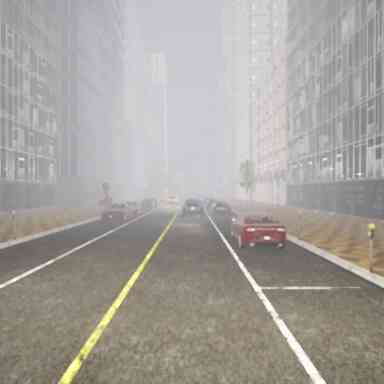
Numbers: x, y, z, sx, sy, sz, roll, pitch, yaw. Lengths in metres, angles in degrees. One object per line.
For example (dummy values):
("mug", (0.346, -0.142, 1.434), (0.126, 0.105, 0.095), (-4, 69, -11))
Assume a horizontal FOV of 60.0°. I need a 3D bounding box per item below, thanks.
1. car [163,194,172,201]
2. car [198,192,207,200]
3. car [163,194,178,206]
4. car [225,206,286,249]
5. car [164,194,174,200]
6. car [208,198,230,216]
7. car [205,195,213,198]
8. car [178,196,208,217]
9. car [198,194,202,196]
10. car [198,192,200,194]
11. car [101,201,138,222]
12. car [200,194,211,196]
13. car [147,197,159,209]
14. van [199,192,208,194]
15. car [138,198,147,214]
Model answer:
("car", (-5.700, 1.283, 76.626), (1.752, 1.417, 4.829), (0, 0, 0))
("car", (2.681, 1.025, 88.171), (2.192, 1.841, 5.009), (0, 0, 0))
("car", (-3.080, 1.327, 52.529), (1.882, 1.535, 5.008), (0, 0, 0))
("car", (2.690, 1.512, 14.173), (1.887, 1.381, 4.507), (0, 0, 0))
("car", (-5.701, 1.285, 82.490), (2.008, 1.369, 4.403), (0, 0, 0))
("car", (2.687, 1.484, 31.250), (1.947, 1.339, 4.313), (0, 0, 0))
("car", (2.686, 1.448, 42.634), (1.947, 1.339, 4.313), (0, 0, 0))
("car", (0.082, 1.424, 30.505), (2.163, 1.488, 4.792), (0, 0, 0))
("car", (0.002, 1.430, 47.650), (1.994, 1.385, 4.181), (0, 0, 0))
("car", (2.683, 1.243, 65.403), (1.967, 1.590, 4.097), (0, 0, 0))
("car", (-5.692, 1.480, 25.563), (1.887, 1.381, 4.507), (0, 0, 0))
("car", (2.684, 1.410, 54.018), (1.947, 1.339, 4.313), (0, 0, 0))
("car", (-5.695, 1.427, 42.641), (1.887, 1.381, 4.507), (0, 0, 0))
("van", (2.684, 1.165, 59.711), (1.690, 1.788, 3.998), (0, 0, 0))
("car", (-5.693, 1.500, 31.256), (1.802, 1.307, 4.206), (0, 0, 0))
